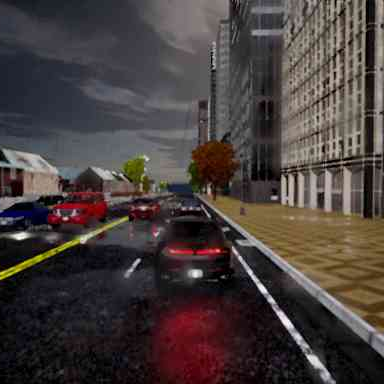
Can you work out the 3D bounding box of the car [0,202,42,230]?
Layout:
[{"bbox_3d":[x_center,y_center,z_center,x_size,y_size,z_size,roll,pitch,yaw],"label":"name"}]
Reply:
[{"bbox_3d":[-9.974,1.350,19.947,1.812,1.442,4.674,0,0,0],"label":"car"}]

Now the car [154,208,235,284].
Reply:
[{"bbox_3d":[0.043,1.416,9.283,1.837,1.490,4.892,0,0,-1],"label":"car"}]

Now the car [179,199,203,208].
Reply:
[{"bbox_3d":[-0.079,1.304,27.859,2.033,1.411,5.357,0,0,0],"label":"car"}]

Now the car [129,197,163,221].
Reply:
[{"bbox_3d":[-3.307,1.135,24.642,2.097,1.767,4.553,0,0,0],"label":"car"}]

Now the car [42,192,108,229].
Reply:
[{"bbox_3d":[-6.729,1.040,20.409,2.150,2.045,5.566,0,0,0],"label":"car"}]
